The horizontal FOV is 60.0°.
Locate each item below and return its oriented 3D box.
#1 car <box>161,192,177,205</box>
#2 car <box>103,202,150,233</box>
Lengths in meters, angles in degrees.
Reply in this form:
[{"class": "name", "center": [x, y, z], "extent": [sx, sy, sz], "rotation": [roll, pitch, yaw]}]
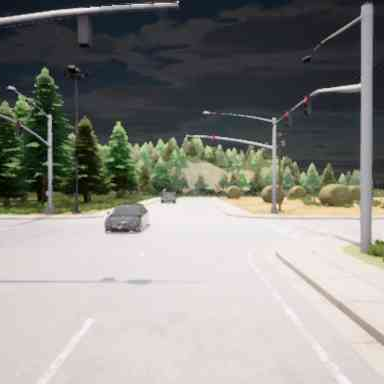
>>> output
[{"class": "car", "center": [-3.304, 0.812, 47.848], "extent": [2.097, 1.767, 4.553], "rotation": [0, 0, 0]}, {"class": "car", "center": [-3.429, 1.373, 18.183], "extent": [1.837, 1.490, 4.892], "rotation": [0, 2, 0]}]
